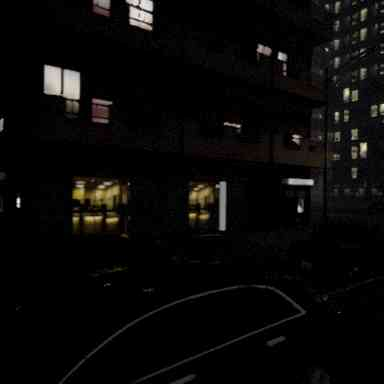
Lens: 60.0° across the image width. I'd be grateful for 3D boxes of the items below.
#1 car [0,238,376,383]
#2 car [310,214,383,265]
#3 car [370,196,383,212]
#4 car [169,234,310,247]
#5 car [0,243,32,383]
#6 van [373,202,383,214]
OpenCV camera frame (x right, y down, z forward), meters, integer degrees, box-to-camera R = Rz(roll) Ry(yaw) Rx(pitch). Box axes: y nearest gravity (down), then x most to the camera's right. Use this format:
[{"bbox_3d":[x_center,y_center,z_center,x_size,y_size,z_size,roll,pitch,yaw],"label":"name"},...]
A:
[{"bbox_3d":[-0.530,1.498,2.996,4.892,1.490,1.837,0,0,-35],"label":"car"},{"bbox_3d":[4.759,1.515,9.898,4.313,1.339,1.947,0,1,-35],"label":"car"},{"bbox_3d":[21.406,1.294,35.098,1.967,1.590,4.097,1,-1,-35],"label":"car"},{"bbox_3d":[0.249,1.561,6.681,4.206,1.307,1.802,0,1,-35],"label":"car"},{"bbox_3d":[-4.261,1.559,3.462,4.403,1.369,2.008,0,1,-35],"label":"car"},{"bbox_3d":[9.173,1.260,13.250,3.998,1.788,1.690,0,1,-35],"label":"van"}]
